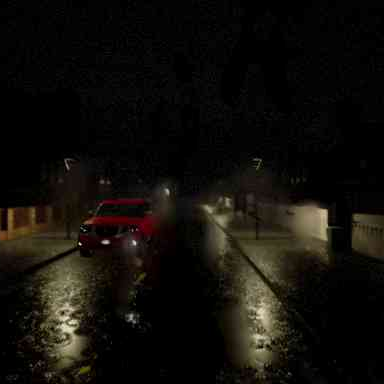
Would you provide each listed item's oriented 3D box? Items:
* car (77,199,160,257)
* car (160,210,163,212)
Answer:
[{"bbox_3d":[-2.798,1.314,13.621,2.150,2.045,5.566,0,-1,0],"label":"car"},{"bbox_3d":[-2.728,1.338,19.786,1.994,1.385,4.181,0,0,0],"label":"car"}]
